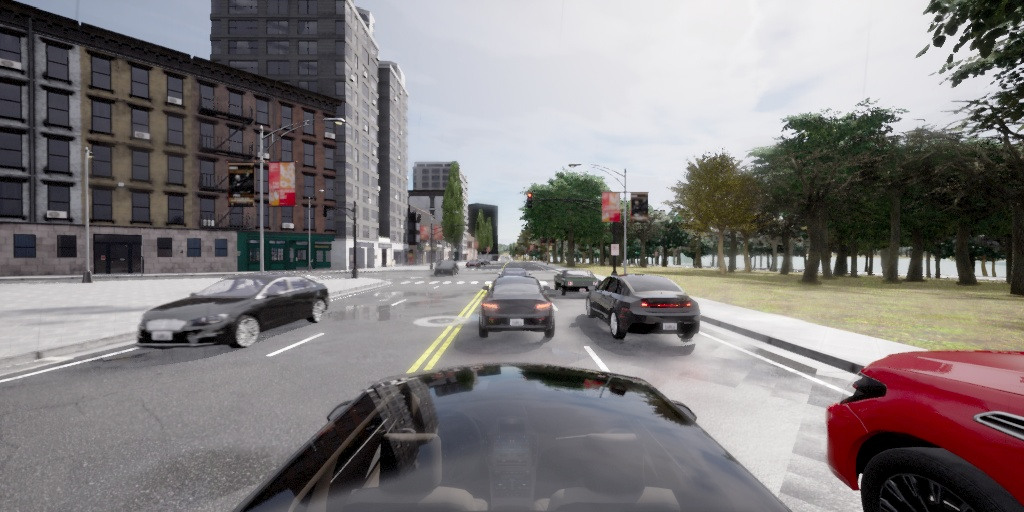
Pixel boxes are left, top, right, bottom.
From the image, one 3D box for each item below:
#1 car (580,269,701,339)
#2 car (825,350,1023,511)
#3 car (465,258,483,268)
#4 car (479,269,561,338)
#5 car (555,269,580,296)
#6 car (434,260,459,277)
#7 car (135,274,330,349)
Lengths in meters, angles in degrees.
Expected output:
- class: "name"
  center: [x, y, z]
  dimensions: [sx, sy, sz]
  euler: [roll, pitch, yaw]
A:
- class: "car"
  center: [3.367, 1.253, 10.052]
  dimensions: [1.837, 1.490, 4.892]
  euler: [0, 0, 0]
- class: "car"
  center: [3.347, 0.972, 0.189]
  dimensions: [2.150, 2.045, 5.566]
  euler: [0, 0, 0]
- class: "car"
  center: [-6.456, 1.296, 59.226]
  dimensions: [1.994, 1.385, 4.181]
  euler: [0, 0, 0]
- class: "car"
  center: [0.121, 1.274, 10.091]
  dimensions: [1.812, 1.442, 4.674]
  euler: [0, 0, 0]
- class: "car"
  center: [3.389, 1.347, 19.365]
  dimensions: [1.895, 1.301, 4.718]
  euler: [0, 0, 0]
- class: "car"
  center: [-6.494, 1.184, 36.049]
  dimensions: [1.882, 1.535, 5.008]
  euler: [1, 1, 0]
- class: "car"
  center: [-6.584, 1.240, 9.202]
  dimensions: [2.128, 1.511, 4.902]
  euler: [0, 0, 0]
